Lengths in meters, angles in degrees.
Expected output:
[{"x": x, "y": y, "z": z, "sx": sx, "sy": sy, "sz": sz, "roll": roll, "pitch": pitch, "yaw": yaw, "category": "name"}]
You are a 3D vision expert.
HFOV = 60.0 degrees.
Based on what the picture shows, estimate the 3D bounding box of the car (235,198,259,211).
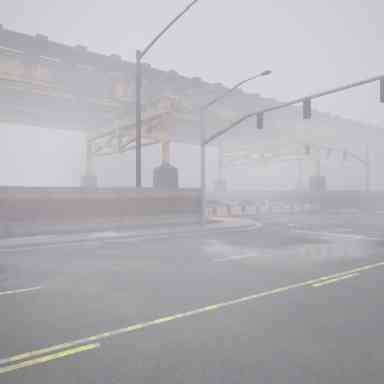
[{"x": 6.083, "y": 1.295, "z": 36.427, "sx": 1.853, "sy": 1.218, "sz": 4.536, "roll": 0, "pitch": 0, "yaw": 18, "category": "car"}]

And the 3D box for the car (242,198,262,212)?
[{"x": 6.067, "y": 1.452, "z": 36.377, "sx": 2.038, "sy": 1.542, "sz": 4.974, "roll": 0, "pitch": 0, "yaw": 18, "category": "car"}]

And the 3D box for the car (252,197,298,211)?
[{"x": 9.978, "y": 1.452, "z": 40.136, "sx": 4.974, "sy": 1.542, "sz": 2.038, "roll": 0, "pitch": 0, "yaw": -7, "category": "car"}]

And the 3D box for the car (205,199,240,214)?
[{"x": 2.270, "y": 1.295, "z": 33.700, "sx": 4.536, "sy": 1.218, "sz": 1.853, "roll": 0, "pitch": 0, "yaw": 8, "category": "car"}]

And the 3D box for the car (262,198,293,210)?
[{"x": 9.926, "y": 1.295, "z": 40.130, "sx": 4.536, "sy": 1.218, "sz": 1.853, "roll": 0, "pitch": 0, "yaw": -7, "category": "car"}]

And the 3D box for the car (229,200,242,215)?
[{"x": 2.321, "y": 1.452, "z": 33.693, "sx": 4.974, "sy": 1.542, "sz": 2.038, "roll": 0, "pitch": 0, "yaw": 8, "category": "car"}]
